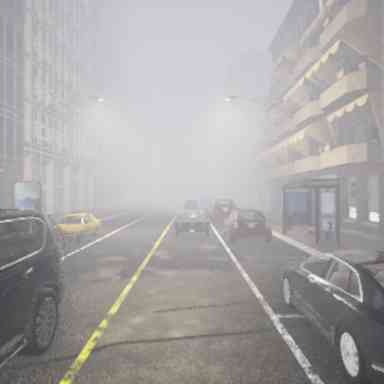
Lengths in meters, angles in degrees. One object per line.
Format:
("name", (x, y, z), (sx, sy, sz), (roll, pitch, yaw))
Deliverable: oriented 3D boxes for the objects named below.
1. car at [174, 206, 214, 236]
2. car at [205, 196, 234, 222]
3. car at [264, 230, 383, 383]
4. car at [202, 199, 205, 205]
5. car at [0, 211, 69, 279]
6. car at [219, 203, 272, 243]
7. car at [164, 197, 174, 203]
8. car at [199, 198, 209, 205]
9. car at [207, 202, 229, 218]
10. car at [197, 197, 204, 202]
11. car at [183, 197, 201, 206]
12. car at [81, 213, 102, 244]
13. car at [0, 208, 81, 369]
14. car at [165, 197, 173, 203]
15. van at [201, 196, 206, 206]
("car", (0.008, 1.710, 19.177), (1.895, 1.301, 4.718), (0, 0, 0))
("car", (2.558, 1.465, 27.820), (2.192, 1.841, 5.009), (0, 0, 0))
("car", (2.675, 1.571, 5.225), (2.008, 1.369, 4.403), (0, 0, 0))
("car", (2.501, 1.797, 39.115), (1.802, 1.307, 4.206), (0, 0, 0))
("car", (-5.736, 1.521, 10.831), (1.967, 1.590, 4.097), (0, 0, 0))
("car", (2.616, 1.525, 16.522), (1.967, 1.590, 4.097), (0, 0, 0))
("car", (-6.112, 1.969, 84.261), (1.967, 1.590, 4.097), (0, 0, 0))
("car", (2.356, 1.958, 67.357), (1.947, 1.339, 4.313), (0, 0, 0))
("car", (2.529, 1.765, 33.467), (1.802, 1.307, 4.206), (0, 0, 0))
("car", (2.240, 2.082, 89.950), (1.887, 1.381, 4.507), (0, 0, 0))
("car", (-0.116, 1.727, 43.399), (1.882, 1.535, 5.008), (0, 0, 0))
("car", (-5.763, 1.638, 16.308), (1.752, 1.417, 4.829), (0, 0, 0))
("car", (-3.106, 1.250, 3.189), (2.150, 2.045, 5.566), (0, 0, 0))
("car", (-6.140, 2.148, 89.907), (1.802, 1.307, 4.206), (0, 0, 0))
("van", (2.384, 1.697, 61.710), (1.690, 1.788, 3.998), (0, 0, 0))
